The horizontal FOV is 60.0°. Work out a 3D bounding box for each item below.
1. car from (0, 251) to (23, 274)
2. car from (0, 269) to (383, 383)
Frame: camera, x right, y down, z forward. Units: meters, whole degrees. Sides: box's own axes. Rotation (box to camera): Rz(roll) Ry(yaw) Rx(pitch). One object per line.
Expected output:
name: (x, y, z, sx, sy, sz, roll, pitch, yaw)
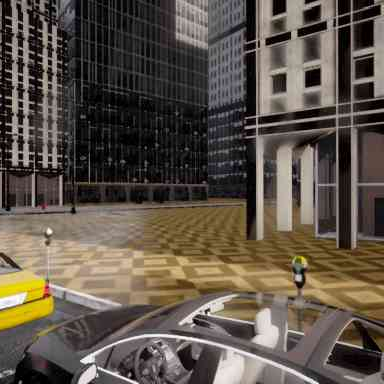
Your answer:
car: (-4.480, 1.525, 6.079, 4.829, 1.417, 1.752, 0, 0, 36)
car: (0.273, 1.551, 2.683, 4.403, 1.369, 2.008, 0, 0, 36)
